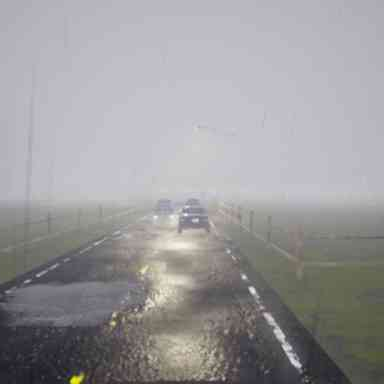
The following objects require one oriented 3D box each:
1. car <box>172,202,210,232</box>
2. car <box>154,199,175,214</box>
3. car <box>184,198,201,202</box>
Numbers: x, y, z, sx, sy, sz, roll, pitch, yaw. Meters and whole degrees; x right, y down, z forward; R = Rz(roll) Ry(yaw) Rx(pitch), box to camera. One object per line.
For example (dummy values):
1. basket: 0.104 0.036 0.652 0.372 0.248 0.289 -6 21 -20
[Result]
1. car: 0.097 1.531 19.878 2.033 1.411 5.357 0 0 0
2. car: -2.844 1.455 35.022 1.882 1.535 5.008 0 0 0
3. car: 0.096 1.454 39.834 1.882 1.535 5.008 0 0 0
